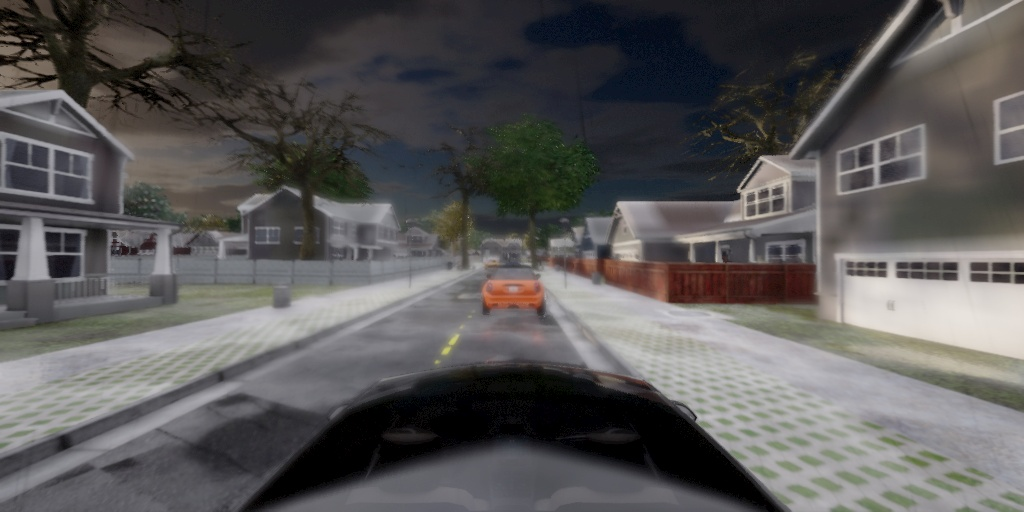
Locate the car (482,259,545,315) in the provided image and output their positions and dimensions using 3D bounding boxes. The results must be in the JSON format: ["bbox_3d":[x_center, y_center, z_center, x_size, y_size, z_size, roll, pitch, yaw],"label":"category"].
[{"bbox_3d":[0.063,1.089,13.730,2.097,1.767,4.553,0,0,0],"label":"car"}]

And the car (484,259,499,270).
[{"bbox_3d":[-2.859,1.167,50.634,1.882,1.535,5.008,0,0,0],"label":"car"}]
